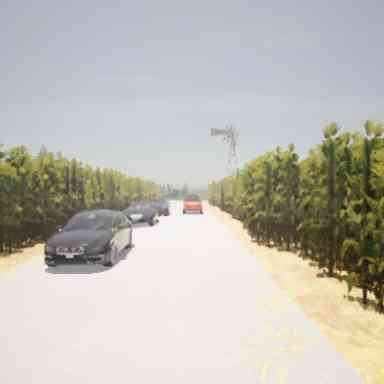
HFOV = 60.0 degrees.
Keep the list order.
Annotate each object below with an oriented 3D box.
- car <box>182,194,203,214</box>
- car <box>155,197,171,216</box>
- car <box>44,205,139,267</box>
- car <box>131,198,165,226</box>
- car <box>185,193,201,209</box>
[{"bbox_3d":[0.095,1.325,35.108,2.097,1.767,4.553,0,-1,0],"label":"car"},{"bbox_3d":[-3.167,1.292,31.394,2.097,1.767,4.553,0,-1,1],"label":"car"},{"bbox_3d":[-3.196,1.408,11.129,1.837,1.490,4.892,0,1,0],"label":"car"},{"bbox_3d":[-3.192,1.322,21.549,2.128,1.511,4.902,0,0,0],"label":"car"},{"bbox_3d":[0.093,1.225,47.350,2.150,2.045,5.566,0,0,0],"label":"car"}]
